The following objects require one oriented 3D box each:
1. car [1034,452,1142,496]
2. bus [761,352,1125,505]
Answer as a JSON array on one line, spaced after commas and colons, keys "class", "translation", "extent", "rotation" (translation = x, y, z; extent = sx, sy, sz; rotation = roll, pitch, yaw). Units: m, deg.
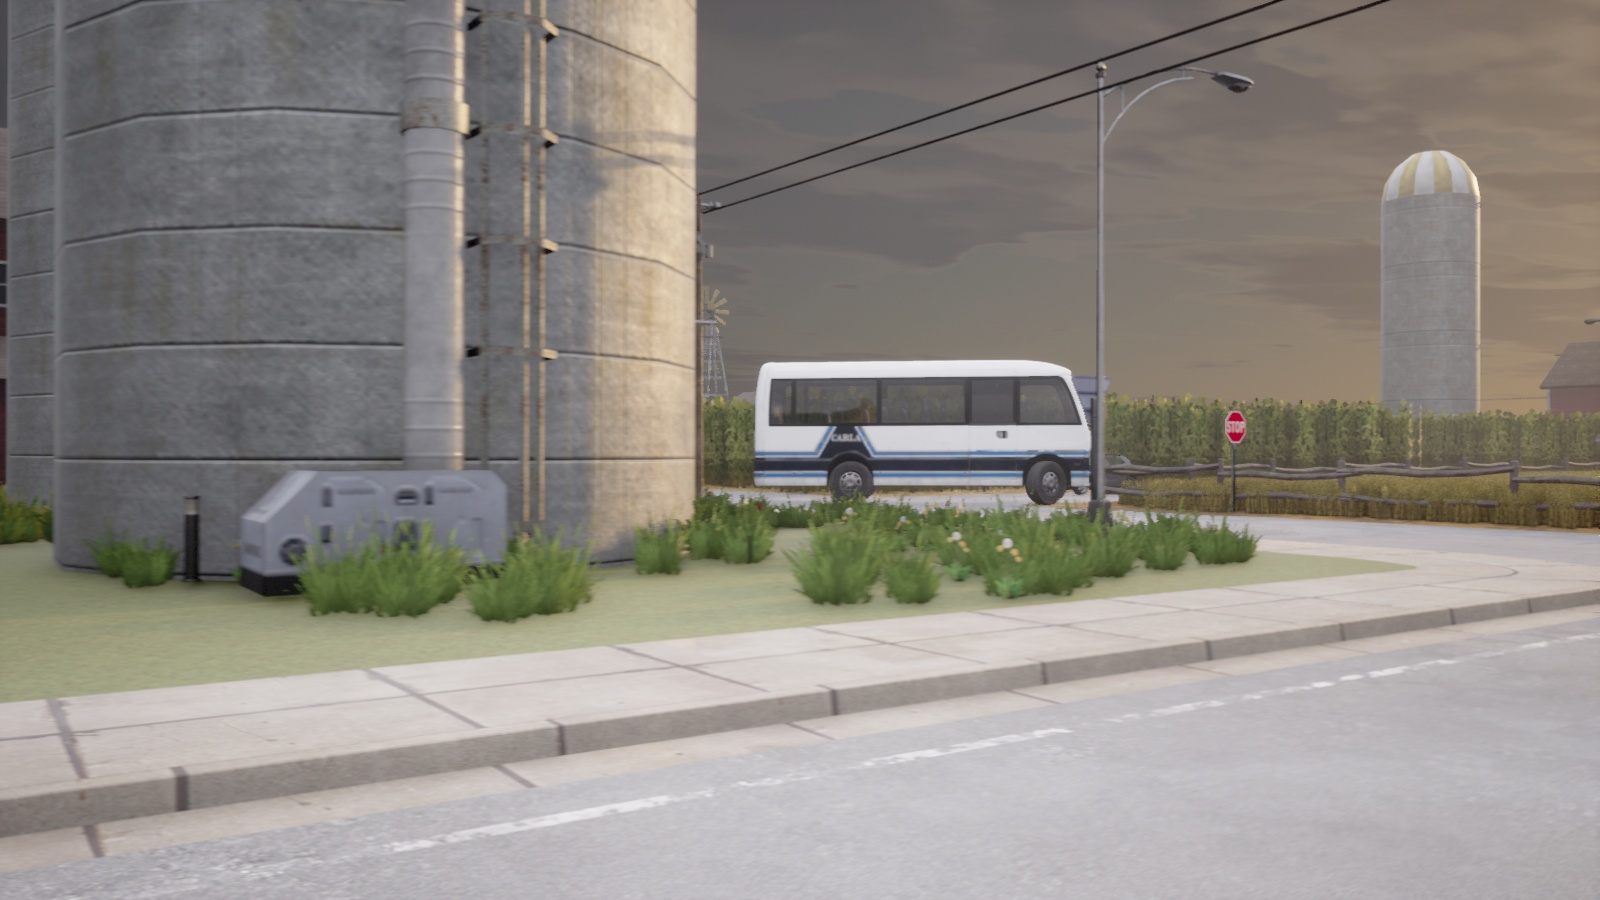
[{"class": "car", "translation": [10.502, 0.843, 45.696], "extent": [3.633, 1.501, 1.845], "rotation": [0, 0, -34]}, {"class": "bus", "translation": [4.217, -0.561, 37.667], "extent": [10.273, 4.253, 3.944], "rotation": [0, 0, 7]}]
